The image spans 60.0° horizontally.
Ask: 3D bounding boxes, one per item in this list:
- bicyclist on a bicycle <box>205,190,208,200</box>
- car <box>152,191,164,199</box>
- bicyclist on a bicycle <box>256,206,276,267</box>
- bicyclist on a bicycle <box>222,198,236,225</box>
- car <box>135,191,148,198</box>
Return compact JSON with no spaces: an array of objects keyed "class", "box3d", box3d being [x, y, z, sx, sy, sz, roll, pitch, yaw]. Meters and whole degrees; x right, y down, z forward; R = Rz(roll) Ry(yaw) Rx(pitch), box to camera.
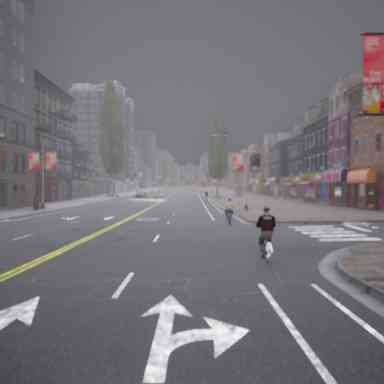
[{"class":"bicyclist on a bicycle","box3d":[2.254,0.640,51.590,0.659,1.776,1.843,0,2,0]},{"class":"car","box3d":[-6.498,0.548,64.177,1.895,1.301,4.718,0,1,0]},{"class":"bicyclist on a bicycle","box3d":[2.252,1.319,10.264,0.659,1.776,1.843,0,1,0]},{"class":"bicyclist on a bicycle","box3d":[2.262,1.192,20.188,0.866,1.612,1.509,2,-2,0]},{"class":"car","box3d":[-9.748,0.516,64.206,1.994,1.385,4.181,0,1,0]}]
